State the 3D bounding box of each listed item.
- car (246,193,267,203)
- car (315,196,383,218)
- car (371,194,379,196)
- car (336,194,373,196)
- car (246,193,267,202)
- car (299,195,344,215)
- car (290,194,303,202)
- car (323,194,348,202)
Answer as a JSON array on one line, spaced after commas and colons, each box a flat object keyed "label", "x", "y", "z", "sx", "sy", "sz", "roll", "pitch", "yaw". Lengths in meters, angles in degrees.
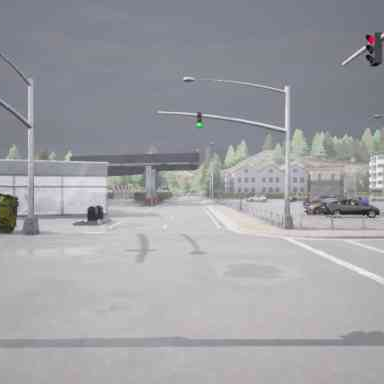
[{"label": "car", "x": 12.627, "y": 1.361, "z": 64.868, "sx": 3.806, "sy": 1.475, "sz": 1.970, "roll": 0, "pitch": 0, "yaw": -1}, {"label": "car", "x": 12.984, "y": 1.340, "z": 27.476, "sx": 4.514, "sy": 1.523, "sz": 2.007, "roll": 0, "pitch": 0, "yaw": -1}, {"label": "car", "x": 38.143, "y": 1.232, "z": 68.358, "sx": 3.806, "sy": 1.475, "sz": 1.970, "roll": 0, "pitch": 0, "yaw": -1}, {"label": "car", "x": 20.504, "y": 1.320, "z": 42.510, "sx": 3.633, "sy": 1.501, "sz": 1.845, "roll": 0, "pitch": 0, "yaw": -1}, {"label": "car", "x": 13.215, "y": 1.077, "z": 68.197, "sx": 3.866, "sy": 1.878, "sz": 1.905, "roll": 0, "pitch": 0, "yaw": -1}, {"label": "car", "x": 12.911, "y": 1.330, "z": 30.612, "sx": 5.027, "sy": 1.636, "sz": 2.152, "roll": 0, "pitch": 0, "yaw": -1}, {"label": "car", "x": 21.105, "y": 1.097, "z": 64.964, "sx": 4.605, "sy": 1.855, "sz": 1.932, "roll": 0, "pitch": 0, "yaw": -1}, {"label": "car", "x": 31.069, "y": 1.298, "z": 71.973, "sx": 4.514, "sy": 1.523, "sz": 2.007, "roll": 0, "pitch": 0, "yaw": -1}]
